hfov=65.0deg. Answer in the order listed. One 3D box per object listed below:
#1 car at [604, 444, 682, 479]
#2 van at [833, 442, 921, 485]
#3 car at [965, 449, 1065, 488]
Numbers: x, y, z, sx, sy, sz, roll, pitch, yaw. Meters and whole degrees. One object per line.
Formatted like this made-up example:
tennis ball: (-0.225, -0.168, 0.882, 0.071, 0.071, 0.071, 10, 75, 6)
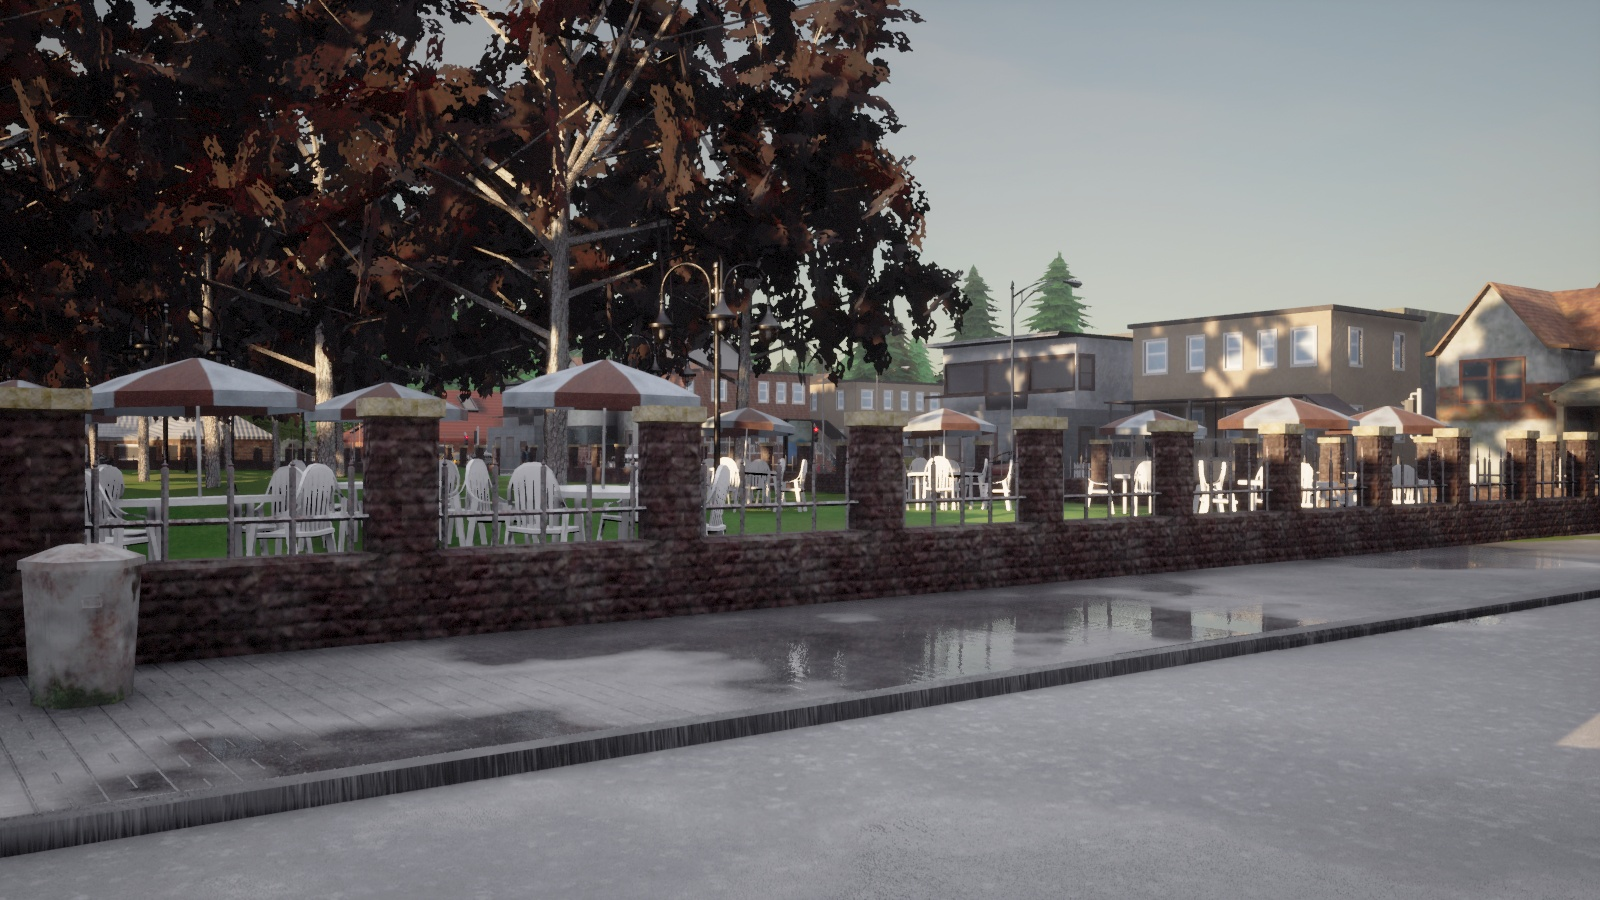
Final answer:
car: (-9.553, 0.671, 77.007, 2.150, 2.045, 5.566, 0, 0, 24)
van: (3.654, 0.638, 60.519, 1.775, 1.987, 4.442, 0, 0, -37)
car: (9.083, 0.754, 53.352, 1.851, 1.617, 3.988, 0, 0, -37)
